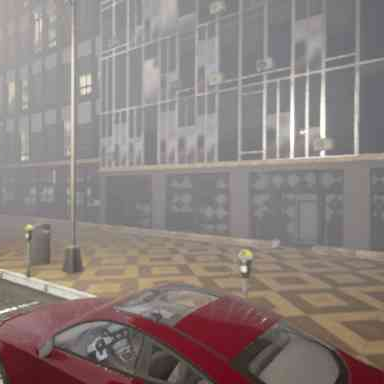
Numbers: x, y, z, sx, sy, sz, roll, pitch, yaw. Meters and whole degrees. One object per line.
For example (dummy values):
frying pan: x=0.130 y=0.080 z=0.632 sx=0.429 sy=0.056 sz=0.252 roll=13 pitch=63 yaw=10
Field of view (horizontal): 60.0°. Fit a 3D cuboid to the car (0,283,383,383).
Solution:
car: x=-0.351 y=1.572 z=3.122 sx=4.206 sy=1.307 sz=1.802 roll=0 pitch=0 yaw=36
